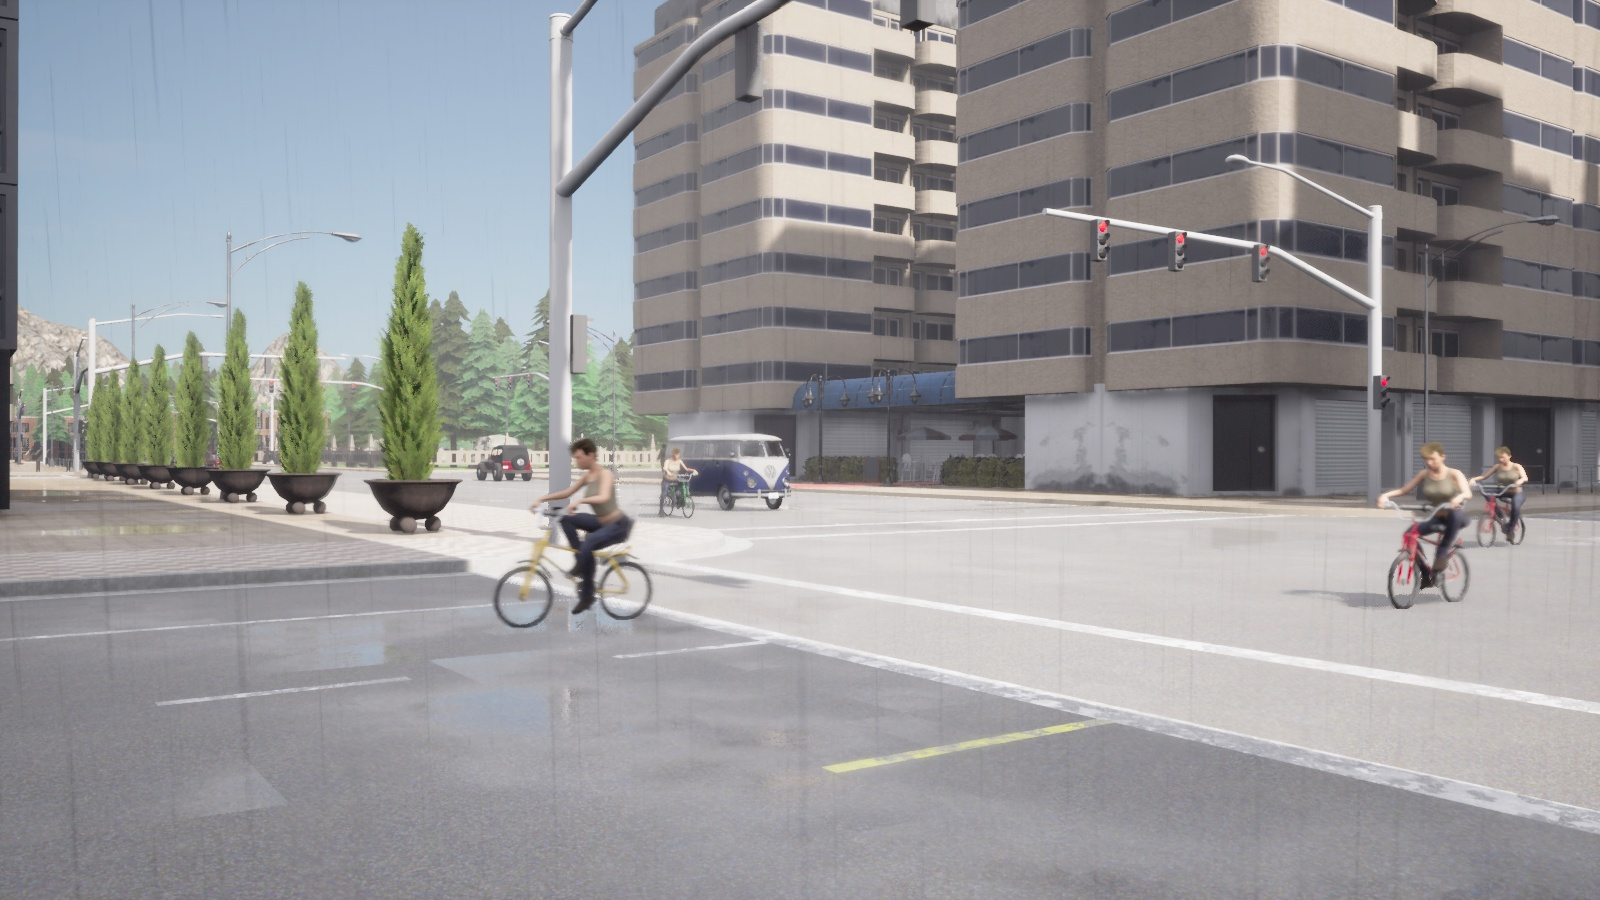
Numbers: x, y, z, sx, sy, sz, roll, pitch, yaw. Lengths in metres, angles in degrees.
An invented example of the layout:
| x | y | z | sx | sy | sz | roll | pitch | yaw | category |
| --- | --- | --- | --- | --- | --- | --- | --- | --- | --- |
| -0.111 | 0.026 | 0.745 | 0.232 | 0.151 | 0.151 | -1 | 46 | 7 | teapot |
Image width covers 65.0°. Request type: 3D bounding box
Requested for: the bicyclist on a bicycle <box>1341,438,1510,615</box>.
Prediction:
| x | y | z | sx | sy | sz | roll | pitch | yaw | category |
| --- | --- | --- | --- | --- | --- | --- | --- | --- | --- |
| 6.106 | 0.698 | 12.248 | 1.509 | 1.612 | 0.866 | 0 | 0 | -35 | bicyclist on a bicycle |

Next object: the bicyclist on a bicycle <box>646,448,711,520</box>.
| x | y | z | sx | sy | sz | roll | pitch | yaw | category |
| --- | --- | --- | --- | --- | --- | --- | --- | --- | --- |
| -2.792 | 0.757 | 28.742 | 0.866 | 1.612 | 1.509 | 0 | 0 | -35 | bicyclist on a bicycle |

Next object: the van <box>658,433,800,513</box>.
| x | y | z | sx | sy | sz | roll | pitch | yaw | category |
| --- | --- | --- | --- | --- | --- | --- | --- | --- | --- |
| -1.986 | 0.584 | 33.753 | 1.775 | 1.987 | 4.442 | 0 | 0 | -35 | van |

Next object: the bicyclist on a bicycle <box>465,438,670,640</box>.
| x | y | z | sx | sy | sz | roll | pitch | yaw | category |
| --- | --- | --- | --- | --- | --- | --- | --- | --- | --- |
| -1.995 | 0.712 | 10.817 | 1.509 | 1.612 | 0.866 | 0 | 0 | -35 | bicyclist on a bicycle |

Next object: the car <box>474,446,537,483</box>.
| x | y | z | sx | sy | sz | roll | pitch | yaw | category |
| --- | --- | --- | --- | --- | --- | --- | --- | --- | --- |
| -15.399 | 0.734 | 65.583 | 1.905 | 1.878 | 3.866 | 0 | 0 | -34 | car |

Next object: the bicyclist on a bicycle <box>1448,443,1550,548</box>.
| x | y | z | sx | sy | sz | roll | pitch | yaw | category |
| --- | --- | --- | --- | --- | --- | --- | --- | --- | --- |
| 11.193 | 0.707 | 20.105 | 1.509 | 1.612 | 0.866 | 0 | 0 | -35 | bicyclist on a bicycle |
